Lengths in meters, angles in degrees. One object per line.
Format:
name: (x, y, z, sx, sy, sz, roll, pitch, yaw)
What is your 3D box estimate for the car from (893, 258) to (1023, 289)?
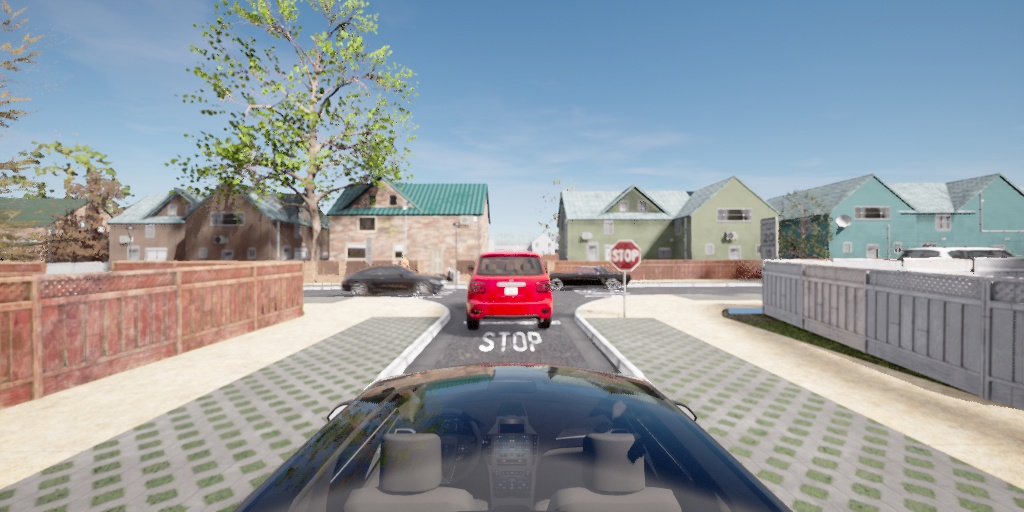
car: (23.941, 0.894, 19.207, 5.008, 1.535, 1.882, 0, -1, 1)

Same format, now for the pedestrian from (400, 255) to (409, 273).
pedestrian: (-6.731, 0.858, 22.498, 0.375, 1.860, 0.375, 0, 0, 1)

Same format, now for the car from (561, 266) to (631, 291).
car: (3.836, 1.182, 19.458, 4.718, 1.301, 1.895, -1, -1, 1)

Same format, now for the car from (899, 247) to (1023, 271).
car: (20.829, 0.623, 16.301, 5.566, 2.045, 2.150, 0, -1, 1)

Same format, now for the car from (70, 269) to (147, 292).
car: (-21.639, 1.399, 19.765, 4.181, 1.385, 1.994, -1, -1, 1)

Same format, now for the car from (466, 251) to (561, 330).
car: (-0.178, 0.861, 10.889, 2.150, 2.045, 5.566, 0, 1, -3)

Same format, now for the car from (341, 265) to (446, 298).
car: (-5.424, 1.152, 16.617, 4.674, 1.442, 1.812, -1, -1, 1)
